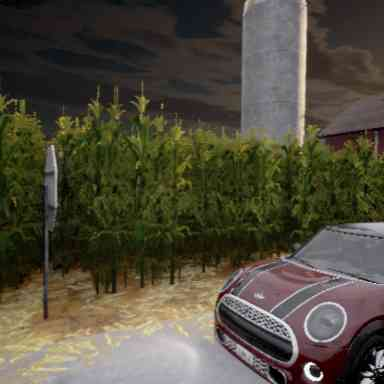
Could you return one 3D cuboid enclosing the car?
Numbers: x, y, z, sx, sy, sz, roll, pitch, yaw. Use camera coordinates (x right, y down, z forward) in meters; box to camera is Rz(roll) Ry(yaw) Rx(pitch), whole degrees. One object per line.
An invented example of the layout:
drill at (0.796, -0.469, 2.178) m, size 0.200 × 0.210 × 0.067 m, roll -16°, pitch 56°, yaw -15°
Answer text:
car at (2.580, 1.276, 4.878) m, size 4.553 × 1.767 × 2.097 m, roll 0°, pitch 1°, yaw -29°
